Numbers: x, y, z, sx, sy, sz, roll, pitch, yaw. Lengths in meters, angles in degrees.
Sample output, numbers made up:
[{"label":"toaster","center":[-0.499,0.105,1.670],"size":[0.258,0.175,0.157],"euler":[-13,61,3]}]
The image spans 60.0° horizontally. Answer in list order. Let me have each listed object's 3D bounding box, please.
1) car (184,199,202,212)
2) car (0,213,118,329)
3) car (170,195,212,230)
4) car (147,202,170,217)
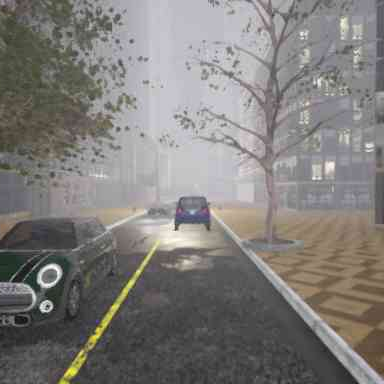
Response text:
[{"label":"car","center":[0.107,1.530,39.049],"size":[2.033,1.411,5.357],"euler":[0,0,0]},{"label":"car","center":[-3.082,1.345,7.253],"size":[2.097,1.767,4.553],"euler":[0,0,0]},{"label":"car","center":[0.057,1.209,21.014],"size":[2.150,2.045,5.566],"euler":[0,0,1]},{"label":"car","center":[-3.012,1.583,31.305],"size":[1.895,1.301,4.718],"euler":[0,0,1]}]
